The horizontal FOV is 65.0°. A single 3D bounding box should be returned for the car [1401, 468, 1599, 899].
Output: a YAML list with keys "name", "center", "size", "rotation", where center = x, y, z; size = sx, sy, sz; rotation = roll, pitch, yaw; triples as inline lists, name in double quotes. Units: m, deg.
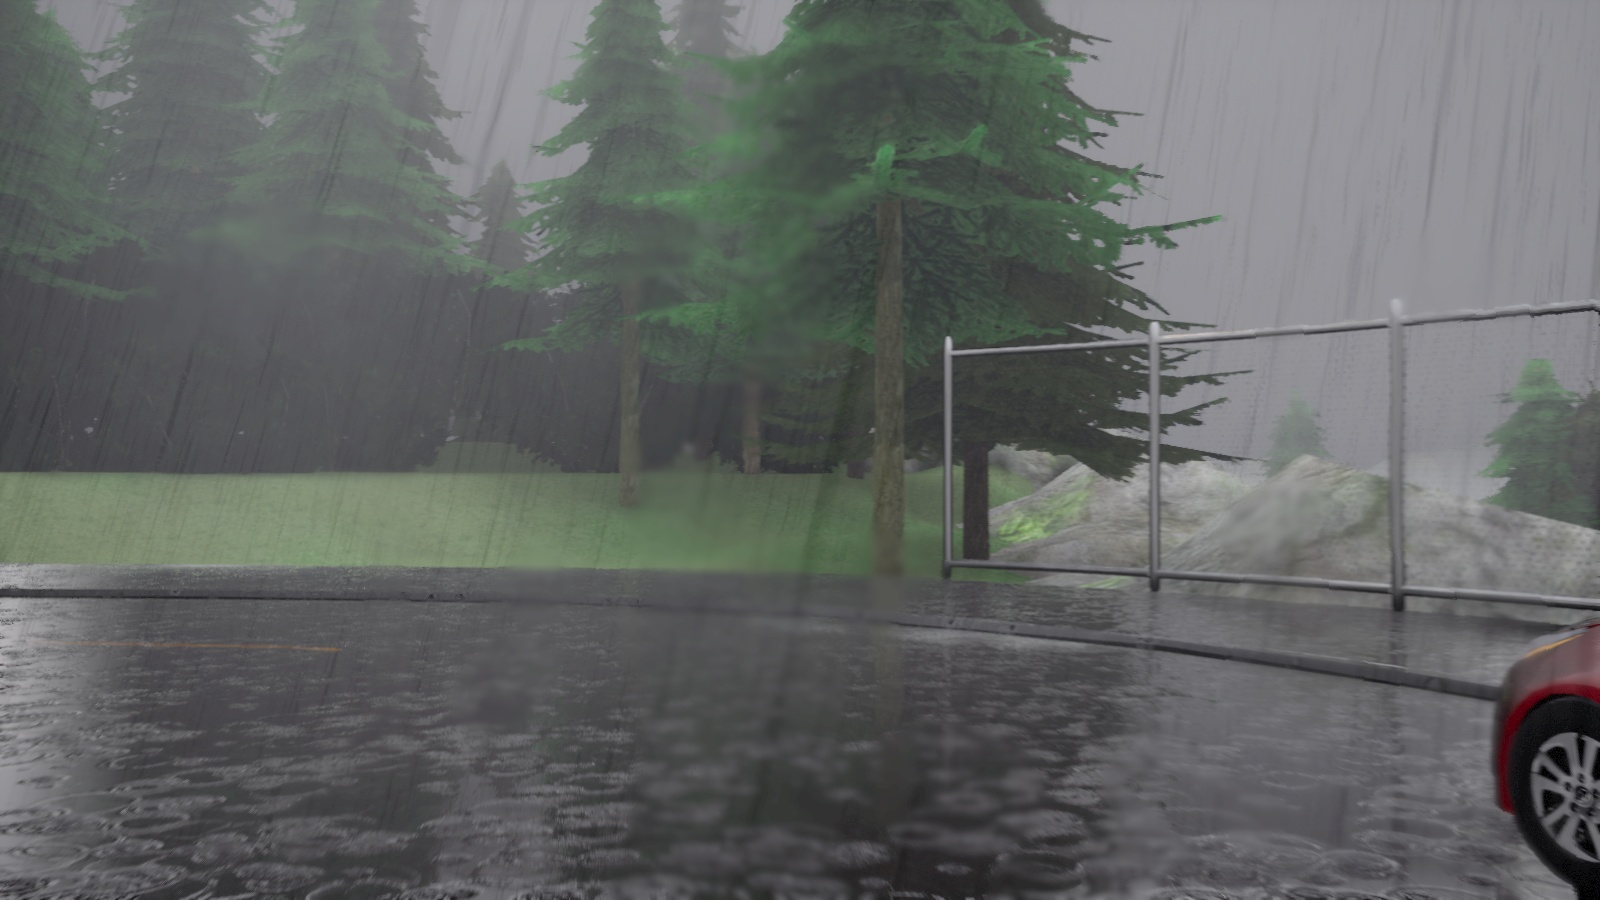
- name: "car"
  center: [3.908, 0.804, 3.493]
  size: [2.007, 1.525, 4.514]
  rotation: [0, -1, -5]
